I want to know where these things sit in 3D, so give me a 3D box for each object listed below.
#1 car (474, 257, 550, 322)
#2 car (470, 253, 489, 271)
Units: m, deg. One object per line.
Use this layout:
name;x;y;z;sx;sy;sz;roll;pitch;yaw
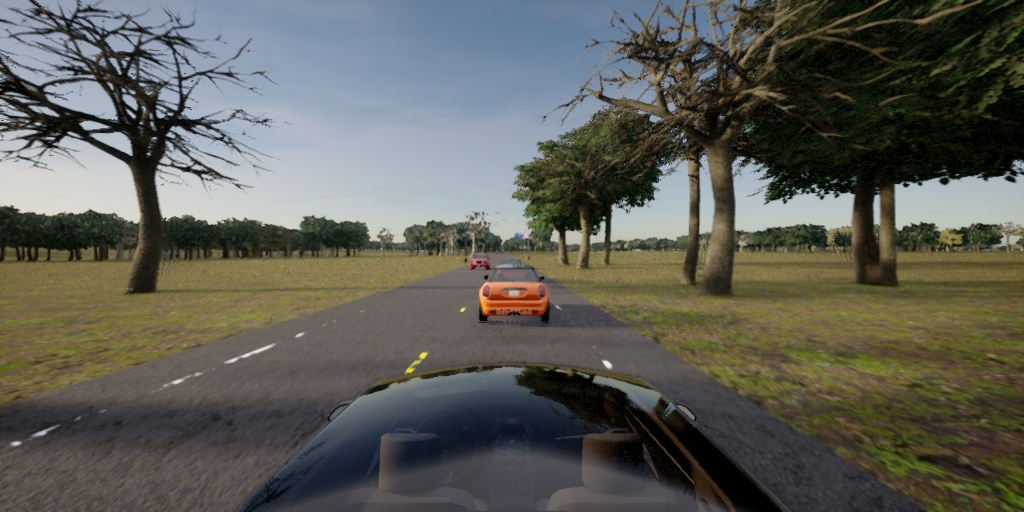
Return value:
car;0.063;1.044;12.193;2.097;1.767;4.553;0;0;0
car;-3.838;0.667;43.793;2.150;2.045;5.566;0;0;0
